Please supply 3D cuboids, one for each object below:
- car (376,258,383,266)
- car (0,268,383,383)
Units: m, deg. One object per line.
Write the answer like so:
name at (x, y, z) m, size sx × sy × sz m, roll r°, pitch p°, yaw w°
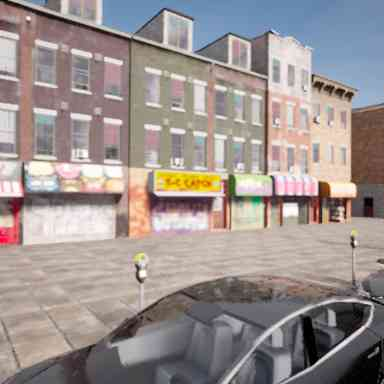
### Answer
car at (4.799, 1.642, 6.240) m, size 4.403 × 1.369 × 2.008 m, roll 1°, pitch -1°, yaw -36°
car at (0.362, 1.590, 3.072) m, size 4.313 × 1.339 × 1.947 m, roll 1°, pitch -1°, yaw -36°
